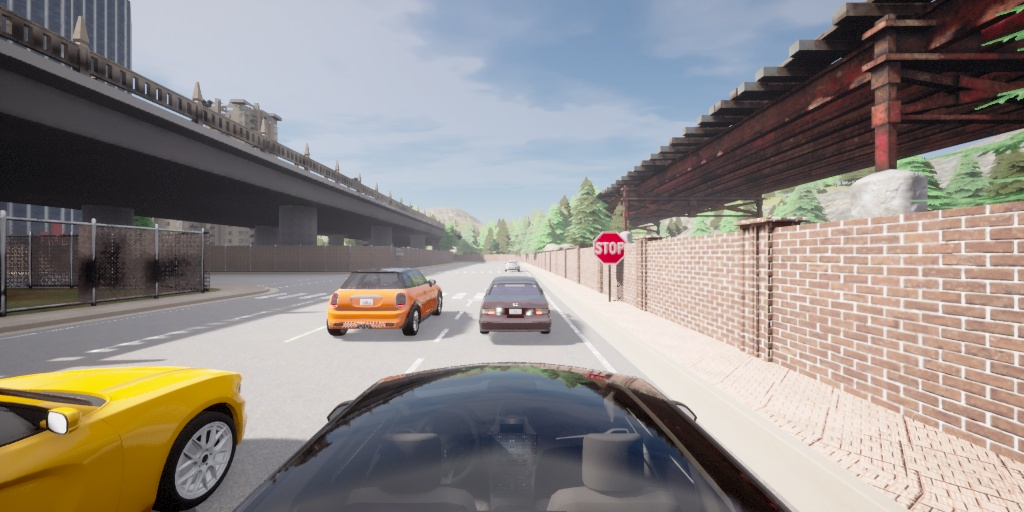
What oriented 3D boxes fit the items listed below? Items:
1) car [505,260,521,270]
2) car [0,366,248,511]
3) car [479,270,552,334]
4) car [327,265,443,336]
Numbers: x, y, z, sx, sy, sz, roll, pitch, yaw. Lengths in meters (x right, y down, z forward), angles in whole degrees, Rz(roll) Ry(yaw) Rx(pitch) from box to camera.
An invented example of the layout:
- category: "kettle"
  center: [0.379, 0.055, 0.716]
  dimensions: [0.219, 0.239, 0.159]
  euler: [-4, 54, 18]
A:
- category: "car"
  center: [0.054, 1.276, 46.353]
  dimensions: [1.812, 1.442, 4.674]
  euler: [0, 0, -1]
- category: "car"
  center: [-3.398, 1.228, 1.300]
  dimensions: [1.882, 1.535, 5.008]
  euler: [0, 0, 0]
- category: "car"
  center: [0.075, 1.297, 10.581]
  dimensions: [2.033, 1.411, 5.357]
  euler: [0, 0, 0]
- category: "car"
  center: [-3.426, 1.102, 10.557]
  dimensions: [2.097, 1.767, 4.553]
  euler: [0, 0, 0]
